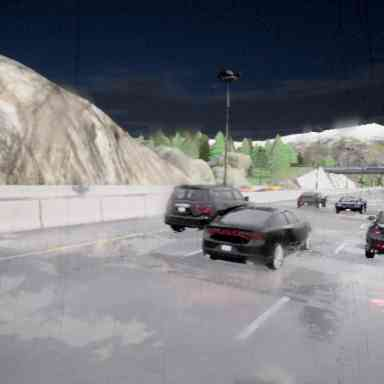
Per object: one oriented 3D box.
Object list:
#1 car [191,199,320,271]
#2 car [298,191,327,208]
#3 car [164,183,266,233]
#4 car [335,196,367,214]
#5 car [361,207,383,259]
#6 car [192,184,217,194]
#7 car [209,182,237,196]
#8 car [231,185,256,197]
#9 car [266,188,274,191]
[{"bbox_3d":[2.200,1.163,10.069,1.882,1.535,5.008,3,2,33],"label":"car"},{"bbox_3d":[11.008,0.723,30.247,1.837,1.490,4.892,3,2,33],"label":"car"},{"bbox_3d":[1.072,0.707,14.715,2.150,2.045,5.566,3,2,33],"label":"car"},{"bbox_3d":[12.846,1.003,26.636,1.895,1.301,4.718,3,2,33],"label":"car"},{"bbox_3d":[6.891,1.299,10.881,1.837,1.490,4.892,3,2,33],"label":"car"},{"bbox_3d":[2.166,-0.452,55.559,1.882,1.535,5.008,3,2,33],"label":"car"},{"bbox_3d":[5.103,-0.495,53.646,2.150,2.045,5.566,3,2,33],"label":"car"},{"bbox_3d":[8.080,-0.238,51.819,2.097,1.767,4.553,3,2,33],"label":"car"},{"bbox_3d":[11.006,0.102,49.920,2.033,1.411,5.357,3,2,33],"label":"car"}]
